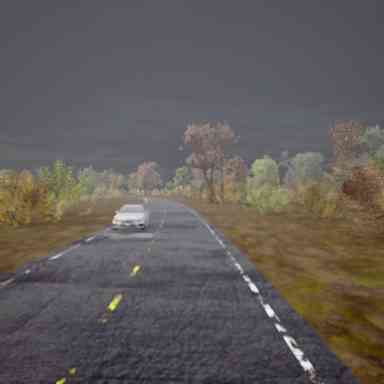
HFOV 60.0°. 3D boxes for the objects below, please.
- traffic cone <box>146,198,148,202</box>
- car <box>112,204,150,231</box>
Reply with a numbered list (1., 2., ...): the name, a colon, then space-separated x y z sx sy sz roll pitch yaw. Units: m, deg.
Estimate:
1. traffic cone: -9.235 1.808 68.949 0.340 0.580 0.340 0 0 -8
2. car: -3.581 1.475 20.245 1.812 1.442 4.674 0 0 -3
